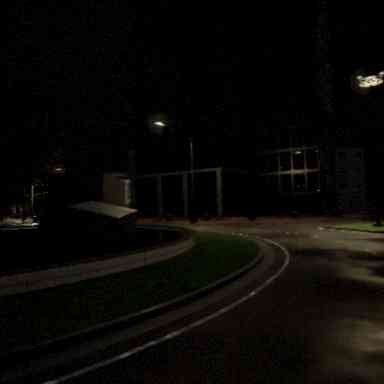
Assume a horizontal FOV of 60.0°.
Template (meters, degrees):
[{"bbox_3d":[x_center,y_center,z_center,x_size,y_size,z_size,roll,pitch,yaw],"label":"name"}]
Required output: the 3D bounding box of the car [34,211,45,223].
[{"bbox_3d":[-26.434,4.353,58.878,2.150,2.045,5.566,-1,-3,-15],"label":"car"}]
